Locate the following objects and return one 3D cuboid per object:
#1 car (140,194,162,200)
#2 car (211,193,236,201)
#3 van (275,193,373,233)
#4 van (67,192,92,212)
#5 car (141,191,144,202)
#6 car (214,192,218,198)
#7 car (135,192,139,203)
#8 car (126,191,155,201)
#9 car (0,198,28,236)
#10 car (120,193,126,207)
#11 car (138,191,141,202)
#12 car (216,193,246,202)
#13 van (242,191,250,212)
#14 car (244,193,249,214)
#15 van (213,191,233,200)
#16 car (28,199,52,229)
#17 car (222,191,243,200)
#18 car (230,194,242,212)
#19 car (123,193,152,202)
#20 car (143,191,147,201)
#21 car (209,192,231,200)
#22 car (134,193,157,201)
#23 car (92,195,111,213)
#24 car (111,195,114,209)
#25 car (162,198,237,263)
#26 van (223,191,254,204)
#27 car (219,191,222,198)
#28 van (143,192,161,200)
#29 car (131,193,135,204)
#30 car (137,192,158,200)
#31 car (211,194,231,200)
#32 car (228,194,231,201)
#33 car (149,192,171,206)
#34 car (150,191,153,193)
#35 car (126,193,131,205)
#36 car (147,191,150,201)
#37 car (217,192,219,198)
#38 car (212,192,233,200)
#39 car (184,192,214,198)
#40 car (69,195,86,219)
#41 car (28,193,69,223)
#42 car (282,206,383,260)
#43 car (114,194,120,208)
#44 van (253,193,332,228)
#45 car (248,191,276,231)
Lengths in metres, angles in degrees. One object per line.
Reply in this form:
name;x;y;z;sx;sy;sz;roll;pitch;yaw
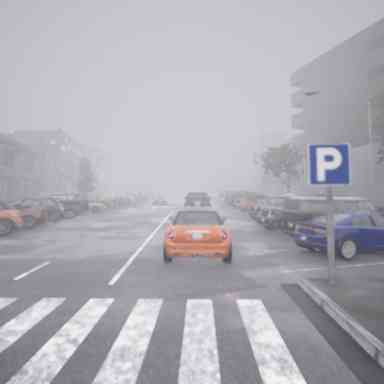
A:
car;-10.384;1.202;83.823;5.008;1.535;2.097;-1;-1;-19
car;7.126;1.106;74.877;5.366;1.575;1.946;1;0;-19
van;6.310;1.180;15.004;4.442;1.987;1.878;1;0;-18
van;-11.002;1.035;28.026;4.442;1.987;1.878;-1;1;-20
car;-10.757;1.093;54.494;4.674;1.452;2.002;-1;0;-19
car;6.880;1.076;53.936;5.366;1.575;1.946;1;0;-19
car;-10.794;1.092;48.619;5.008;1.535;2.097;-1;1;-20
car;-10.625;0.803;69.143;5.566;2.045;2.435;-1;0;-19
car;-10.859;1.228;16.282;4.553;1.767;2.185;-1;1;-20
car;-10.860;1.163;39.814;5.008;1.535;2.097;-1;0;-20
car;-10.749;0.945;51.559;4.553;1.767;2.185;-1;1;-19
car;7.320;1.056;63.036;5.366;1.575;1.946;1;0;-19
van;6.700;1.079;27.003;4.442;1.987;1.878;1;0;-18
car;6.464;1.203;23.953;4.553;1.767;2.185;1;0;-18
van;7.238;0.912;77.894;4.442;1.987;1.878;1;0;-19
car;-10.917;1.360;19.214;4.792;1.488;2.163;-1;1;-20
car;6.926;0.951;39.003;5.566;2.045;2.435;1;0;-19
car;6.768;1.254;32.971;4.892;1.521;2.231;1;1;-19
car;-10.806;1.039;66.163;5.366;1.575;1.946;-1;0;-19
car;-10.698;0.916;57.425;4.553;1.767;2.185;-1;1;-19
car;7.528;1.070;89.892;5.566;2.045;2.435;1;-1;-19
car;-10.509;1.097;75.025;4.892;1.521;2.231;-1;0;-19
car;-10.707;1.229;31.069;5.366;1.575;1.946;-1;0;-20
car;-10.883;1.211;33.942;5.008;1.535;2.097;-1;0;-20
car;0.204;1.281;11.868;2.097;1.767;4.553;0;1;1
van;7.143;0.877;51.043;4.442;1.987;1.878;1;0;-19
car;7.012;0.900;45.021;5.566;2.045;2.435;1;0;-19
van;-10.438;1.026;86.722;4.442;1.987;1.878;0;-1;-19
car;-10.811;1.117;45.682;4.892;1.521;2.231;-1;1;-20
car;-10.442;0.998;77.964;4.553;1.767;2.185;-1;-1;-19
car;7.520;1.297;86.924;4.792;1.488;2.163;1;-1;-19
car;6.858;1.257;35.991;4.792;1.488;2.163;1;0;-19
car;-4.476;1.139;46.969;1.837;1.490;4.892;0;1;1
car;-10.671;1.036;63.288;5.008;1.535;2.097;-1;0;-19
car;-10.832;1.141;42.749;4.892;1.521;2.231;-1;1;-20
car;-10.690;1.034;60.357;5.008;1.535;2.097;-1;0;-19
car;6.833;1.120;47.943;5.366;1.575;1.946;1;1;-19
car;7.361;1.051;80.923;4.553;1.767;2.185;1;-1;-19
car;0.466;1.009;28.496;2.150;2.045;5.566;0;0;1
car;-10.898;1.282;25.127;5.008;1.535;2.097;-1;0;-20
car;-10.863;1.180;22.182;4.553;1.767;2.185;-1;1;-20
car;6.093;1.430;11.971;5.008;1.535;2.097;1;0;-18
car;-10.836;1.216;36.887;4.792;1.488;2.163;-1;0;-20
van;6.288;1.127;20.919;4.442;1.987;1.878;1;1;-18
car;6.273;1.128;17.948;5.566;2.045;2.435;1;1;-18
